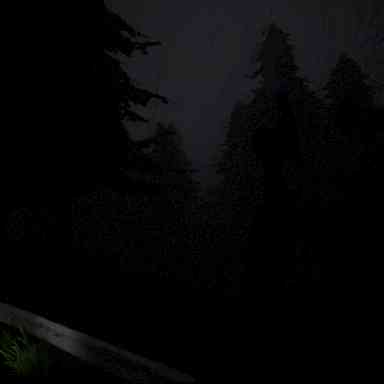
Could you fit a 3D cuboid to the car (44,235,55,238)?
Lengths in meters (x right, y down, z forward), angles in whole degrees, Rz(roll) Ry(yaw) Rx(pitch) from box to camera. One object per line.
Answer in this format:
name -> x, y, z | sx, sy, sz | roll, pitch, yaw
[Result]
car -> -29.272, 9.626, 68.317 | 2.150, 2.045, 5.566 | -4, -7, -9
